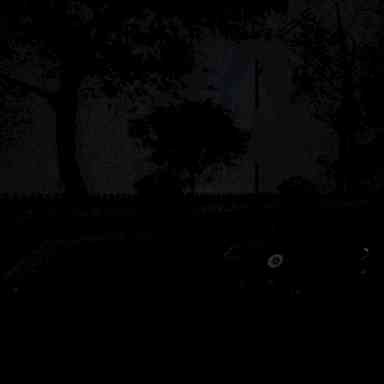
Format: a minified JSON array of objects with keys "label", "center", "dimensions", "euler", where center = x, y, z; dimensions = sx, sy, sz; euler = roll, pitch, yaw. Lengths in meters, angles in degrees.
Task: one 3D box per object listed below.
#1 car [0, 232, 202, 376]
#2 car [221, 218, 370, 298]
[{"label":"car","center":[-1.922,1.439,5.190],"dimensions":[4.097,1.590,1.967],"euler":[0,0,-35]},{"label":"car","center":[2.670,1.436,8.445],"dimensions":[4.097,1.590,1.967],"euler":[0,0,-35]}]
